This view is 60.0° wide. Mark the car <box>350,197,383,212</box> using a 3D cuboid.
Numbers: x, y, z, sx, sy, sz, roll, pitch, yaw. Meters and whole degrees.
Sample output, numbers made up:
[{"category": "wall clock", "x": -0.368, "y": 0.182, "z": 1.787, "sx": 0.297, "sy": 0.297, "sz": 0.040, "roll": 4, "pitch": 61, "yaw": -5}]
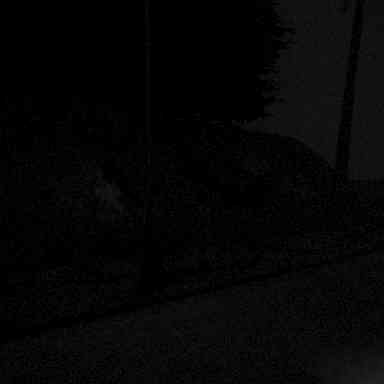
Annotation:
[{"category": "car", "x": 17.242, "y": 1.169, "z": 30.122, "sx": 2.033, "sy": 1.411, "sz": 5.357, "roll": -1, "pitch": 0, "yaw": -35}]
